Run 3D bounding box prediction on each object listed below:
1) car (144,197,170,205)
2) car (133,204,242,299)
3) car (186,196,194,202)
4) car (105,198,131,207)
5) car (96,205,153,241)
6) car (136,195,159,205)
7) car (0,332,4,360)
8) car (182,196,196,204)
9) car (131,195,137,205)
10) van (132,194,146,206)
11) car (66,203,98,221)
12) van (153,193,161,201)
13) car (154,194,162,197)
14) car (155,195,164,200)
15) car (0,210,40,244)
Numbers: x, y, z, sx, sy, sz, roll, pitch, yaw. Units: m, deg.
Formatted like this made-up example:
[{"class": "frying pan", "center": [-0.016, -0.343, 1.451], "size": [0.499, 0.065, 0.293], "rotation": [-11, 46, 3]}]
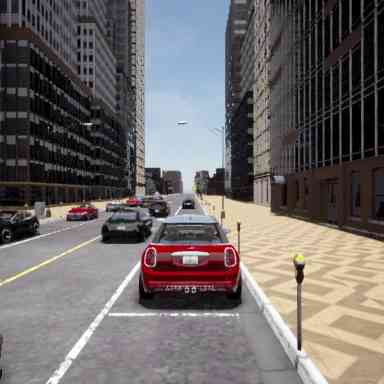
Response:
[{"class": "car", "center": [-3.119, 1.515, 32.176], "size": [1.812, 1.442, 4.674], "rotation": [0, 0, 1]}, {"class": "car", "center": [-0.032, 1.352, 8.619], "size": [2.097, 1.767, 4.553], "rotation": [0, 0, 0]}, {"class": "car", "center": [-0.452, 1.533, 78.399], "size": [1.802, 1.307, 4.206], "rotation": [0, 0, 0]}, {"class": "car", "center": [-8.833, 1.537, 38.569], "size": [2.008, 1.369, 4.403], "rotation": [0, 0, 0]}, {"class": "car", "center": [-3.125, 1.562, 16.785], "size": [1.994, 1.385, 4.181], "rotation": [0, 0, 1]}, {"class": "car", "center": [-6.169, 1.488, 46.832], "size": [1.837, 1.490, 4.892], "rotation": [0, -1, 0]}, {"class": "car", "center": [-3.145, 1.525, 1.998], "size": [1.812, 1.442, 4.674], "rotation": [0, 0, 0]}, {"class": "car", "center": [-0.452, 1.548, 44.248], "size": [1.947, 1.339, 4.313], "rotation": [0, 0, 0]}, {"class": "car", "center": [-8.832, 1.523, 49.953], "size": [1.887, 1.381, 4.507], "rotation": [0, 0, 0]}, {"class": "van", "center": [-8.832, 1.315, 55.646], "size": [1.690, 1.788, 3.998], "rotation": [0, 0, 0]}, {"class": "car", "center": [-8.832, 1.575, 27.183], "size": [1.802, 1.307, 4.206], "rotation": [0, 0, 0]}, {"class": "van", "center": [-8.831, 1.285, 84.106], "size": [1.690, 1.788, 3.998], "rotation": [0, 0, 0]}, {"class": "car", "center": [-8.832, 1.391, 78.413], "size": [1.967, 1.590, 4.097], "rotation": [0, 0, 0]}, {"class": "car", "center": [-8.832, 1.504, 89.799], "size": [1.947, 1.339, 4.313], "rotation": [0, 0, 0]}, {"class": "car", "center": [-8.833, 1.563, 15.800], "size": [1.947, 1.339, 4.313], "rotation": [0, 0, 0]}]
